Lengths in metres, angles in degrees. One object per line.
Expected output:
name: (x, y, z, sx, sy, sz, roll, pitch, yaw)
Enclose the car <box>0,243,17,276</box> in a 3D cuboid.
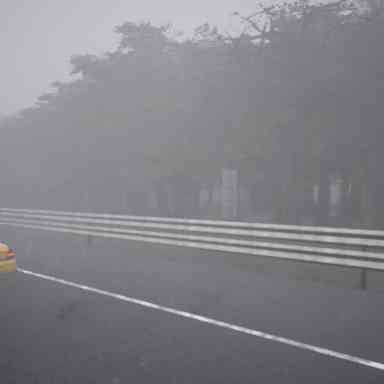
car: (-6.698, 1.450, 8.615, 5.366, 1.575, 1.801, 0, 1, 34)
